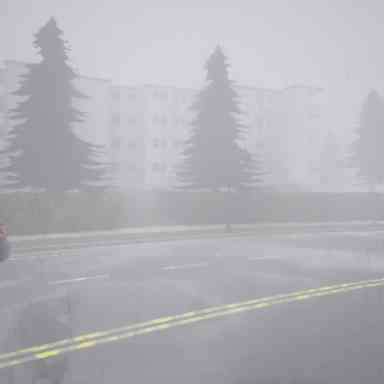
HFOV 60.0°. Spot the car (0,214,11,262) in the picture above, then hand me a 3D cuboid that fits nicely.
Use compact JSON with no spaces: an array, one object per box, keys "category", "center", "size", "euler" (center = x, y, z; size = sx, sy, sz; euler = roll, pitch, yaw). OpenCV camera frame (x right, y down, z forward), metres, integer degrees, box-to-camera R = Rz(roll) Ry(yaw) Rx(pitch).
[{"category":"car","center":[-7.155,1.131,7.341],"size":[5.566,2.045,2.150],"euler":[0,0,-36]}]
